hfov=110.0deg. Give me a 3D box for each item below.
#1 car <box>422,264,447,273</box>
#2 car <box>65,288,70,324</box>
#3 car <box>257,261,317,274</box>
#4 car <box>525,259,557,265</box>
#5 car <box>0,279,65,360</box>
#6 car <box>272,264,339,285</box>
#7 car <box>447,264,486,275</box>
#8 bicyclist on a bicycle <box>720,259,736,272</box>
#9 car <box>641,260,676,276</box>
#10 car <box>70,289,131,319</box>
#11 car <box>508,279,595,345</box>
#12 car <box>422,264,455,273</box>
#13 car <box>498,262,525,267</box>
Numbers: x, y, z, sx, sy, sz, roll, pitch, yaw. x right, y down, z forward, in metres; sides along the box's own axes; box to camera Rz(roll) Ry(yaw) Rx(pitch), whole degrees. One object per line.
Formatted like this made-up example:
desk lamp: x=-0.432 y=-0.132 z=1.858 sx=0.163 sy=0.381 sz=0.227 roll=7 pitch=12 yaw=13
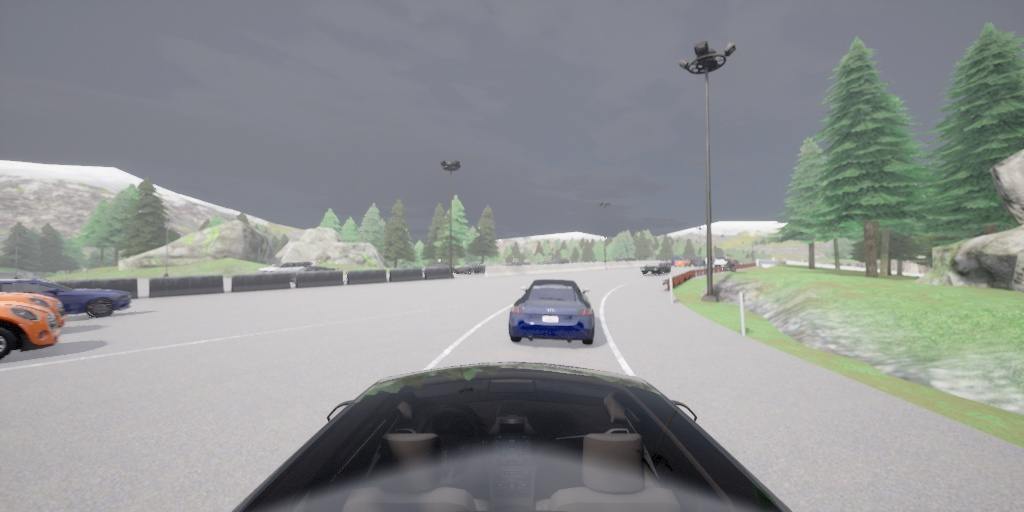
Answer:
car: x=-11.027 y=1.888 z=50.501 sx=1.895 sy=1.301 sz=4.718 roll=-1 pitch=-1 yaw=40
car: x=-14.204 y=1.248 z=8.496 sx=2.097 sy=1.767 sz=4.553 roll=-1 pitch=-1 yaw=40
car: x=-22.736 y=1.521 z=36.646 sx=2.150 sy=2.045 sz=5.566 roll=-1 pitch=-1 yaw=40
car: x=4.784 y=1.643 z=58.337 sx=1.882 sy=1.535 sz=5.008 roll=-1 pitch=-1 yaw=41
car: x=-11.531 y=1.187 z=6.239 sx=2.097 sy=1.767 sz=4.553 roll=-1 pitch=-1 yaw=40
car: x=-17.806 y=1.681 z=31.646 sx=1.837 sy=1.490 sz=4.892 roll=-1 pitch=-1 yaw=40
car: x=-5.319 y=1.708 z=46.418 sx=2.033 sy=1.411 sz=5.357 roll=-1 pitch=-1 yaw=40
bicyclist on a bicycle: x=26.081 y=1.164 z=43.239 sx=1.656 sy=1.620 sz=0.582 roll=0 pitch=1 yaw=34
car: x=15.387 y=1.376 z=38.032 sx=1.895 sy=1.301 sz=4.718 roll=-1 pitch=-1 yaw=40
car: x=-15.968 y=1.478 z=11.826 sx=1.812 sy=1.442 sz=4.674 roll=-1 pitch=-1 yaw=40
car: x=1.130 y=1.310 z=9.652 sx=1.994 sy=1.385 sz=4.181 roll=1 pitch=0 yaw=9
car: x=-11.378 y=1.949 z=55.681 sx=1.895 sy=1.301 sz=4.718 roll=-1 pitch=-1 yaw=43
car: x=-0.307 y=1.839 z=63.126 sx=2.033 sy=1.411 sz=5.357 roll=-1 pitch=-1 yaw=41
